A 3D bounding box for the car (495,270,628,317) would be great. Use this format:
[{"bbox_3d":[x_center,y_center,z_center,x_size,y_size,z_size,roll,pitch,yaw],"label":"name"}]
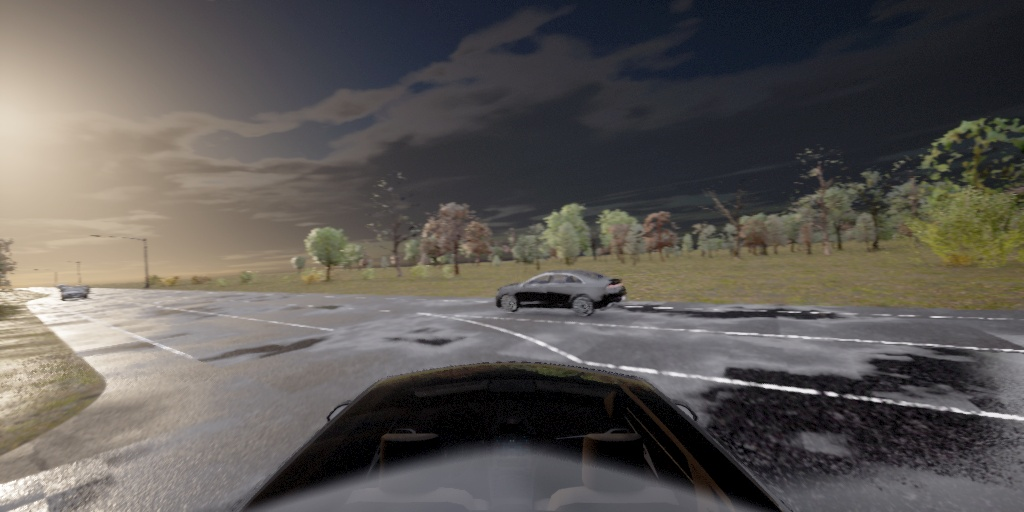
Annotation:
[{"bbox_3d":[1.593,1.258,12.845,4.902,1.511,2.128,-3,0,35],"label":"car"}]
